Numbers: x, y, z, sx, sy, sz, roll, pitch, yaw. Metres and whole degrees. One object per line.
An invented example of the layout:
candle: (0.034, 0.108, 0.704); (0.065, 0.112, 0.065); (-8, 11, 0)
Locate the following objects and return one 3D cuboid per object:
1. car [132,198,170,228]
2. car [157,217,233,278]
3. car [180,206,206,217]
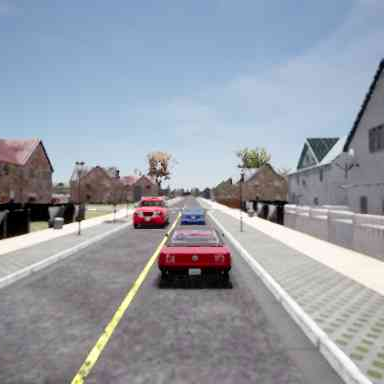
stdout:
car: (-2.834, 1.430, 24.077); (2.150, 2.045, 5.566); (0, -1, 0)
car: (0.085, 1.693, 10.409); (1.895, 1.301, 4.718); (0, 0, 0)
car: (0.092, 1.760, 24.532); (2.033, 1.411, 5.357); (0, -1, 0)
